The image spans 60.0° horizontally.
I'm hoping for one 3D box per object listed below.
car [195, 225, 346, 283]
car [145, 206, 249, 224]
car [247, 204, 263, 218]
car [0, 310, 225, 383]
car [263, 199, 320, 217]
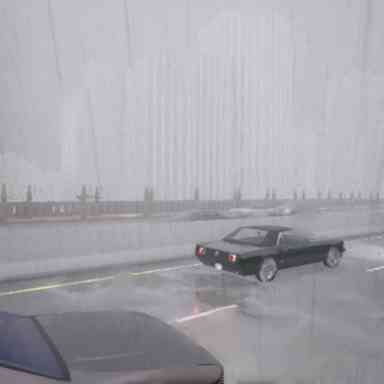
[{"bbox_3d":[2.492,1.642,9.820,4.718,1.301,1.895,0,0,-35],"label":"car"},{"bbox_3d":[0.145,1.600,16.988,5.357,1.411,2.033,0,0,-35],"label":"car"},{"bbox_3d":[5.494,1.716,29.355,4.718,1.301,1.895,0,0,-35],"label":"car"},{"bbox_3d":[-2.238,1.544,2.141,5.357,1.411,2.033,0,0,-36],"label":"car"},{"bbox_3d":[8.354,1.472,27.072,4.553,1.767,2.097,0,0,-35],"label":"car"}]
